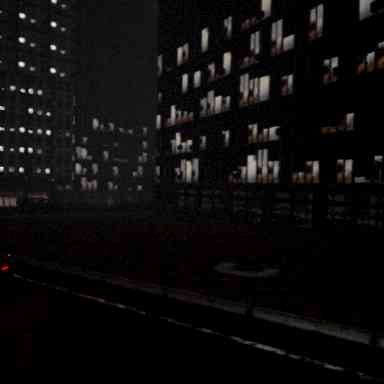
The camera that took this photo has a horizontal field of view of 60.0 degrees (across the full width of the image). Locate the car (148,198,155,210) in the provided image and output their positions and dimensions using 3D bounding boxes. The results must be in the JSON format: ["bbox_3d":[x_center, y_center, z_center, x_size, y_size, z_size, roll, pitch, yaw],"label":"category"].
[{"bbox_3d":[-4.359,1.821,50.539,5.009,1.841,2.192,1,1,-34],"label":"car"}]

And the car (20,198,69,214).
[{"bbox_3d":[-18.388,1.690,40.927,5.009,1.841,2.192,1,1,-34],"label":"car"}]

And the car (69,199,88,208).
[{"bbox_3d":[-18.169,1.773,50.635,4.403,1.369,2.008,1,1,-34],"label":"car"}]

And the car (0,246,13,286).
[{"bbox_3d":[-6.126,1.532,8.036,4.674,1.442,1.812,0,0,36],"label":"car"}]

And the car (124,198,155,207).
[{"bbox_3d":[-8.956,1.834,56.947,4.829,1.417,1.752,1,1,-34],"label":"car"}]

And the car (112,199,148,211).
[{"bbox_3d":[-9.040,2.007,47.339,4.507,1.381,1.887,1,1,-34],"label":"car"}]
